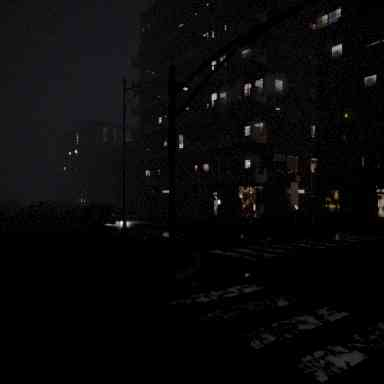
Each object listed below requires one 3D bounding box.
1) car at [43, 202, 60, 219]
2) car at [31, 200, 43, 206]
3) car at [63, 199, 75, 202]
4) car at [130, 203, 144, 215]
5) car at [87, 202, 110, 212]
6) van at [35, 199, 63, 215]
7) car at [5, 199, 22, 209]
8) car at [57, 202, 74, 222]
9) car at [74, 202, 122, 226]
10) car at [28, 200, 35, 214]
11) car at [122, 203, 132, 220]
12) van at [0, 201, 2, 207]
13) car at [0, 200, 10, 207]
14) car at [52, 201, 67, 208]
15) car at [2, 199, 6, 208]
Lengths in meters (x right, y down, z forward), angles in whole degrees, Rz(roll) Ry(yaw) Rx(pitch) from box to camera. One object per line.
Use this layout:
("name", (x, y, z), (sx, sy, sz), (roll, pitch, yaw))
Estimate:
("car", (-13.939, 2.036, 35.329), (2.008, 1.369, 4.403), (-1, 0, -35))
("car", (-39.361, 2.773, 84.593), (1.947, 1.339, 4.313), (-1, 0, -35))
("car", (-23.347, 2.160, 62.109), (2.192, 1.841, 5.009), (-1, 0, -35))
("car", (-7.423, 2.006, 39.764), (1.752, 1.417, 4.829), (-1, 0, -35))
("car", (-13.731, 2.191, 48.619), (1.947, 1.339, 4.313), (-1, 0, -35))
("van", (-17.149, 1.900, 39.830), (1.690, 1.788, 3.998), (-1, 0, -35))
("car", (-33.176, 2.365, 62.328), (1.967, 1.590, 4.097), (-1, 0, -35))
("car", (-10.636, 1.934, 30.691), (1.752, 1.417, 4.829), (-1, 0, -35))
("car", (-7.530, 1.776, 26.330), (1.967, 1.590, 4.097), (-1, 0, -35))
("car", (-20.353, 2.073, 44.329), (1.967, 1.590, 4.097), (-1, 0, -35))
("car", (-7.678, 1.954, 30.980), (1.994, 1.385, 4.181), (0, -1, -35))
("van", (-39.589, 2.411, 71.328), (1.690, 1.788, 3.998), (-1, 0, -35))
("car", (-42.693, 2.666, 75.688), (1.752, 1.417, 4.829), (-1, 0, -35))
("car", (-26.547, 2.462, 66.606), (1.887, 1.381, 4.507), (-1, 0, -35))
("car", (-36.380, 2.542, 66.828), (1.887, 1.381, 4.507), (-1, 0, -35))
